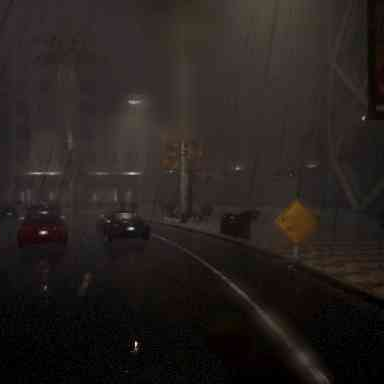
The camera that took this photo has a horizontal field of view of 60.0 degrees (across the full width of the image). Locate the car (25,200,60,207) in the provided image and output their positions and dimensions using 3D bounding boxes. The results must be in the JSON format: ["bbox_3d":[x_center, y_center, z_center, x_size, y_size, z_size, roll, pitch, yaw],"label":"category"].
[{"bbox_3d":[-13.649,1.495,30.150,4.902,1.511,2.128,0,0,41],"label":"car"}]

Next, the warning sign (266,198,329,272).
[{"bbox_3d":[2.849,1.114,9.128,1.300,1.860,1.060,0,0,-12],"label":"warning sign"}]

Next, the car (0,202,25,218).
[{"bbox_3d":[-15.955,1.533,27.518,4.674,1.442,1.812,0,0,41],"label":"car"}]

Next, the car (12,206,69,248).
[{"bbox_3d":[-6.674,1.572,14.938,1.994,1.385,4.181,0,0,-24],"label":"car"}]

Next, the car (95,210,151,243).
[{"bbox_3d":[-3.478,1.572,16.365,1.994,1.385,4.181,0,0,-24],"label":"car"}]
